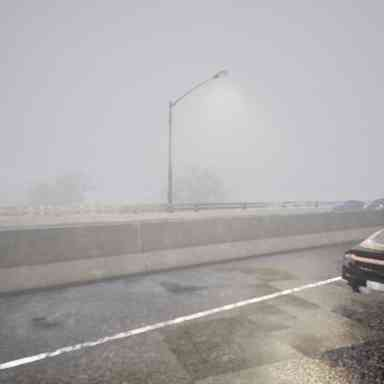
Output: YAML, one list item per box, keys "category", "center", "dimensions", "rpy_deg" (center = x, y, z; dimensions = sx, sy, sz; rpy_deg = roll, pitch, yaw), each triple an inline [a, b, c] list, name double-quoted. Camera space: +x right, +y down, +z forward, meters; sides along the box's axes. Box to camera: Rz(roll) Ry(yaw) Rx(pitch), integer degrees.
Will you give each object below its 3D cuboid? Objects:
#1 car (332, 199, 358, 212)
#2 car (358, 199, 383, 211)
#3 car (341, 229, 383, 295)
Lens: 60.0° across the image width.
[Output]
- category: "car"
  center: [17.996, 1.619, 37.798]
  dimensions: [5.008, 1.535, 1.882]
  rpy_deg: [0, 0, -34]
- category: "car"
  center: [20.019, 1.494, 34.940]
  dimensions: [4.553, 1.767, 2.097]
  rpy_deg: [0, 0, -34]
- category: "car"
  center: [5.348, 1.518, 7.517]
  dimensions: [4.902, 1.511, 2.128]
  rpy_deg: [0, 0, -35]
